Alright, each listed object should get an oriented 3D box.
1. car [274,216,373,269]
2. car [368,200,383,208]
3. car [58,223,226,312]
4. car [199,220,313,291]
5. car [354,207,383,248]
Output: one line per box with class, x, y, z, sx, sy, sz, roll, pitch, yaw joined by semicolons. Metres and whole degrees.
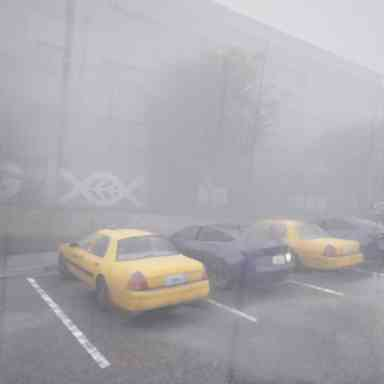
car;2.789;1.583;11.183;1.946;1.575;5.366;1;0;-35
car;12.014;1.473;17.498;2.435;2.045;5.566;1;0;-35
car;-1.760;1.514;7.939;1.946;1.575;5.366;1;0;-35
car;0.605;1.581;9.433;2.163;1.488;4.792;1;-1;-35
car;9.737;1.719;15.874;2.163;1.488;4.792;1;0;-35
